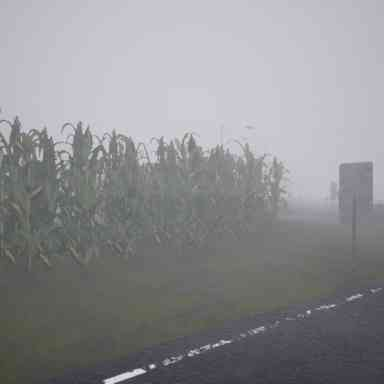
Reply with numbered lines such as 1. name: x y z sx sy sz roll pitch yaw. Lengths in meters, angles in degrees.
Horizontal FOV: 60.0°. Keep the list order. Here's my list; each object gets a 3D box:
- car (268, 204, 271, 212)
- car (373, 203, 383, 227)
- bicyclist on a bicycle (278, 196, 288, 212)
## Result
1. car: 4.961 1.204 29.931 1.882 1.535 5.008 1 0 -36
2. car: 12.437 1.394 19.541 1.837 1.490 4.892 1 0 -36
3. bicyclist on a bicycle: 9.327 1.246 34.080 1.656 1.620 0.582 -1 1 -36
